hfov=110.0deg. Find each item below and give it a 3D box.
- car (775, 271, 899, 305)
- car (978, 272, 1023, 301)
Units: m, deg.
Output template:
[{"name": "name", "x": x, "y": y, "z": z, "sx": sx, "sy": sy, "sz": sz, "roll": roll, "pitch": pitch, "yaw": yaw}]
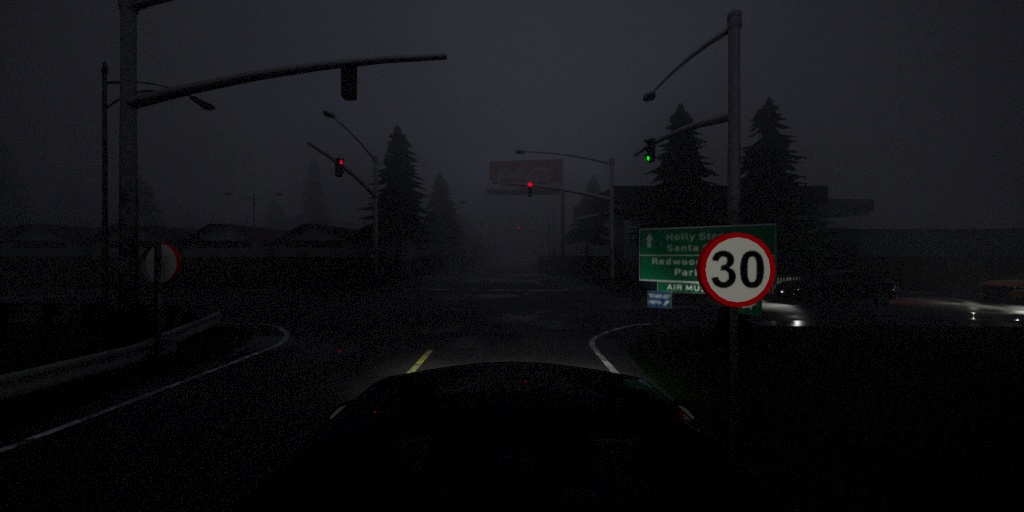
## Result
[{"name": "car", "x": 15.196, "y": 1.446, "z": 16.940, "sx": 4.892, "sy": 1.490, "sz": 1.837, "roll": 0, "pitch": 0, "yaw": 1}, {"name": "car", "x": 25.132, "y": 1.419, "z": 16.811, "sx": 5.008, "sy": 1.535, "sz": 1.882, "roll": 0, "pitch": 0, "yaw": 1}]
